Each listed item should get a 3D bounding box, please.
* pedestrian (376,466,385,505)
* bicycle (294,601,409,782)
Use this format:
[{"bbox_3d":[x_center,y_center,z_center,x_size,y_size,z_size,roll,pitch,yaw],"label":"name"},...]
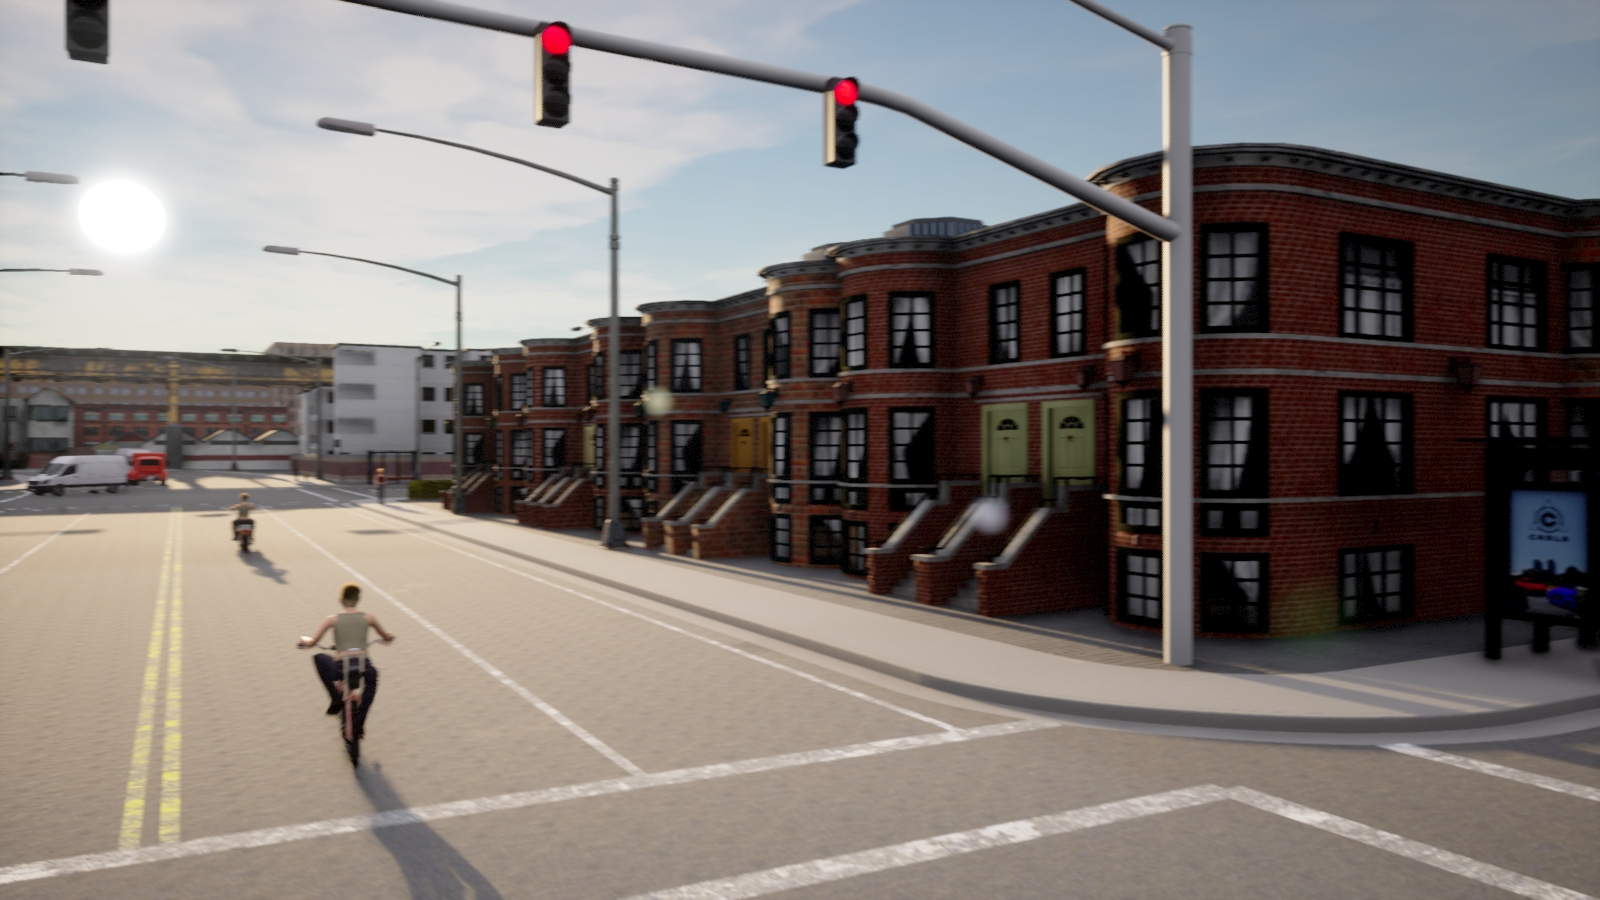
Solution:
[{"bbox_3d":[-20.464,1.738,55.765,0.375,1.860,0.375,0,0,-30],"label":"pedestrian"},{"bbox_3d":[-4.140,2.154,10.495,0.859,1.301,1.487,0,0,-26],"label":"bicycle"}]
